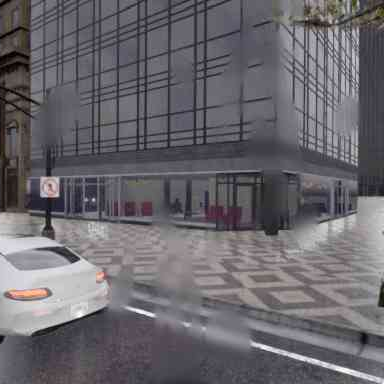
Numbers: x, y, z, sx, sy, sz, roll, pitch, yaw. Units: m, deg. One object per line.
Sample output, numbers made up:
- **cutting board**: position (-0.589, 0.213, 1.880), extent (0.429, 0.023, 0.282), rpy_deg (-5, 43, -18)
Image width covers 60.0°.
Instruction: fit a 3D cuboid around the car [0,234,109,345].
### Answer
- **car**: position (-3.522, 1.524, 6.190), extent (4.674, 1.442, 1.812), rpy_deg (0, 0, 35)
